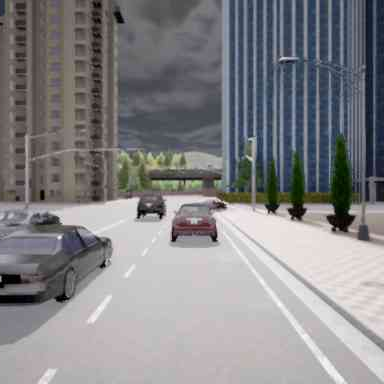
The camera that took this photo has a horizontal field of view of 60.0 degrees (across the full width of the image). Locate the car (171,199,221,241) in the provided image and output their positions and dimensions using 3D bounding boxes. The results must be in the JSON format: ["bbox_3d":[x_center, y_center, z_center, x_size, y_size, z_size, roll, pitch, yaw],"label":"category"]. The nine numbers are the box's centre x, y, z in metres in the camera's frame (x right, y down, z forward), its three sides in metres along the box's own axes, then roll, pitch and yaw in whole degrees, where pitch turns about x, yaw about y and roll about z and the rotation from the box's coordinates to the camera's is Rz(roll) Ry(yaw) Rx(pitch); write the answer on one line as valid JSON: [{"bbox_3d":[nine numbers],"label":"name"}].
[{"bbox_3d":[0.099,1.326,16.714,2.097,1.767,4.553,0,0,0],"label":"car"}]

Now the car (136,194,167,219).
[{"bbox_3d":[-3.461,1.174,28.977,2.150,2.045,5.566,0,0,-1],"label":"car"}]

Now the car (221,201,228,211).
[{"bbox_3d":[2.497,1.501,38.386,1.994,1.385,4.181,0,0,31],"label":"car"}]

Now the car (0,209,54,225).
[{"bbox_3d":[-7.014,1.469,13.601,2.128,1.511,4.902,0,0,0],"label":"car"}]

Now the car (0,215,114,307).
[{"bbox_3d":[-3.401,1.534,8.209,2.033,1.411,5.357,0,0,0],"label":"car"}]
